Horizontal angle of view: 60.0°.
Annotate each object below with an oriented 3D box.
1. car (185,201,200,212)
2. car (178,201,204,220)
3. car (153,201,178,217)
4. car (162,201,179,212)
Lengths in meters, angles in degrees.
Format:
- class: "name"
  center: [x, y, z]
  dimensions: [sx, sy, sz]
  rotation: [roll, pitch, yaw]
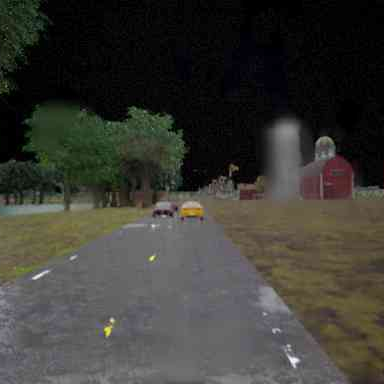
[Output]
- class: "car"
  center: [0.056, 1.915, 44.763]
  dimensions: [1.895, 1.301, 4.718]
  rotation: [0, -1, 0]
- class: "car"
  center: [0.014, 1.629, 30.058]
  dimensions: [1.882, 1.535, 5.008]
  rotation: [0, 0, 0]
- class: "car"
  center: [-2.750, 1.660, 33.098]
  dimensions: [1.882, 1.535, 5.008]
  rotation: [0, -1, 0]
- class: "car"
  center: [-2.748, 1.909, 43.975]
  dimensions: [1.895, 1.301, 4.718]
  rotation: [0, -1, 0]
